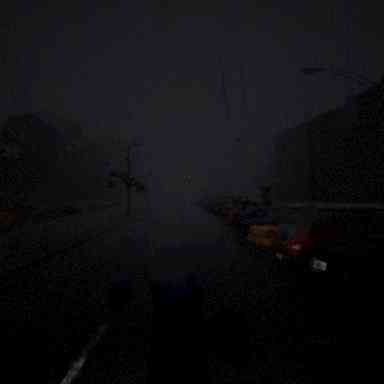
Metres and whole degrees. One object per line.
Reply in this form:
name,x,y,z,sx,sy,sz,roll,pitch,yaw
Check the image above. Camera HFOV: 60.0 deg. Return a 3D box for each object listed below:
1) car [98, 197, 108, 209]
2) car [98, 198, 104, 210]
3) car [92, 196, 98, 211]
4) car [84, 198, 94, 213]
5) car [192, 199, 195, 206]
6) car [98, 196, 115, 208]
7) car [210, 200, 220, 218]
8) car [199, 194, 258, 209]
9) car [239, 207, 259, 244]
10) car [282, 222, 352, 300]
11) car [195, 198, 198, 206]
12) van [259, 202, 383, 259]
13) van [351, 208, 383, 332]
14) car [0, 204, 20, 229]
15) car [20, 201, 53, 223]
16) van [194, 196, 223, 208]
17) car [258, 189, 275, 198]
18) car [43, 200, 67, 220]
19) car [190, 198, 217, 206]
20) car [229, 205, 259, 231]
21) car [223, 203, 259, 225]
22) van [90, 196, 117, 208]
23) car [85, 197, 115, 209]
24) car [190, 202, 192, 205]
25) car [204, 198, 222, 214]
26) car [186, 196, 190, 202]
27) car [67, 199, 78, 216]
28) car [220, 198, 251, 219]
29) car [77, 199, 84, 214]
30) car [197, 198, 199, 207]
car,-14.731,1.871,46.769,4.674,1.452,2.002,-1,0,-24
car,-14.528,1.850,43.815,4.674,1.452,2.002,-1,0,-23
car,-14.322,1.663,40.871,4.553,1.767,2.185,-1,0,-23
car,-14.355,1.768,37.828,5.366,1.575,1.946,-1,0,-23
car,3.173,1.825,52.789,4.892,1.521,2.231,1,0,-25
car,-14.786,1.847,49.803,5.366,1.575,1.946,-1,-1,-24
car,4.470,1.670,28.661,5.008,1.535,2.097,1,-1,-22
car,4.099,1.476,37.700,5.566,2.045,2.435,1,0,-23
car,4.904,1.574,13.635,5.366,1.575,1.946,1,-1,-20
car,4.780,1.564,7.551,4.792,1.488,2.163,1,-1,-20
car,3.387,1.845,49.779,4.674,1.452,2.002,1,-1,-24
van,4.641,1.327,10.509,4.442,1.987,1.878,1,0,-20
van,4.652,1.287,4.484,4.442,1.987,1.878,1,0,-20
car,-13.553,1.644,20.142,5.008,1.535,2.097,-1,0,-21
car,-13.730,1.715,26.050,4.792,1.488,2.163,-1,0,-22
van,2.820,1.616,55.750,4.442,1.987,1.878,1,0,-25
car,16.894,0.703,76.998,2.002,1.452,4.674,-6,3,-31
car,-13.767,1.735,29.044,4.792,1.488,2.163,-1,-1,-22
car,2.264,1.937,64.795,4.792,1.488,2.163,1,-1,-26
car,4.718,1.593,16.578,5.008,1.535,2.097,1,0,-21
car,4.661,1.614,19.596,4.892,1.521,2.231,1,-1,-21
van,-15.609,1.688,58.627,4.442,1.987,1.878,-1,-1,-25
car,-15.410,1.768,55.639,4.553,1.767,2.185,-1,0,-25
car,2.689,1.738,58.822,4.553,1.767,2.185,1,0,-25
car,4.263,1.709,34.695,5.008,1.535,2.097,1,0,-23
car,2.210,1.877,61.735,5.366,1.575,1.946,1,0,-26
car,-13.900,1.726,31.987,5.008,1.535,2.097,-1,0,-22
car,4.600,1.506,22.616,4.553,1.767,2.185,1,-1,-21
car,-14.070,1.623,34.938,4.553,1.767,2.185,-1,-1,-22
car,3.603,1.826,46.762,4.674,1.452,2.002,1,0,-24
